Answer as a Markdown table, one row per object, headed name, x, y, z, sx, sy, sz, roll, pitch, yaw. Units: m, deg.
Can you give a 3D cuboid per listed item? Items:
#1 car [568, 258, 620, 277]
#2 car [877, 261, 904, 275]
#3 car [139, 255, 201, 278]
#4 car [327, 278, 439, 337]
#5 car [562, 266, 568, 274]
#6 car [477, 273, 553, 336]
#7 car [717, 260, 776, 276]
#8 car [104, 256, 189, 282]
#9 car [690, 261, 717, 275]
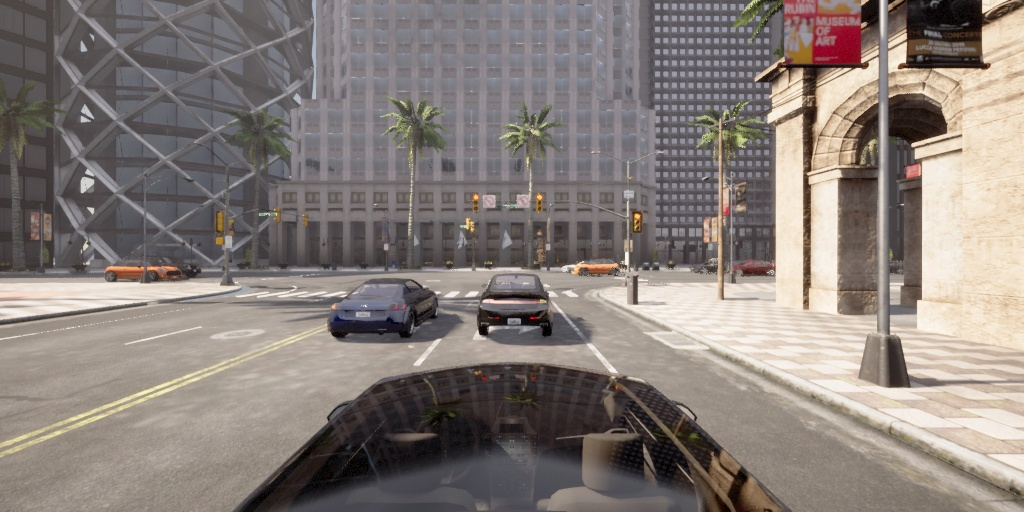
| name | x | y | z | sx | sy | sz | roll | pitch | yaw |
| --- | --- | --- | --- | --- | --- | --- | --- | --- | --- |
| car | 8.299 | 1.101 | 35.704 | 4.553 | 1.767 | 2.097 | 0 | 0 | -2 |
| car | 40.171 | 1.254 | 39.256 | 4.892 | 1.490 | 1.837 | 0 | 0 | 0 |
| car | -31.167 | 0.972 | 31.965 | 5.566 | 2.045 | 2.150 | 0 | 0 | -3 |
| car | -3.419 | 1.314 | 10.261 | 1.994 | 1.385 | 4.181 | 0 | 0 | 0 |
| car | 7.884 | 1.275 | 39.371 | 4.674 | 1.442 | 1.812 | 0 | 0 | 0 |
| car | 0.118 | 1.242 | 10.392 | 2.128 | 1.511 | 4.902 | 0 | 0 | 2 |
| car | 23.759 | 1.227 | 35.822 | 5.008 | 1.535 | 1.882 | 0 | 0 | 0 |
| car | -29.127 | 1.102 | 28.469 | 4.553 | 1.767 | 2.097 | 0 | 0 | -3 |
| car | 22.116 | 1.255 | 39.327 | 4.892 | 1.490 | 1.837 | 0 | 0 | 0 |
